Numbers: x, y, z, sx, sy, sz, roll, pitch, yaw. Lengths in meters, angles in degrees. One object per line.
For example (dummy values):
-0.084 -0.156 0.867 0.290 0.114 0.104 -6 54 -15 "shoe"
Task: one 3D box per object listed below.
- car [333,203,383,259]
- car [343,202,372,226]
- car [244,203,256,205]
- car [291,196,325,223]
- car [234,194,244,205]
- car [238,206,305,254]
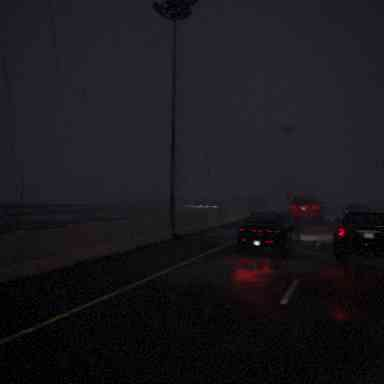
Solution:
6.488 1.401 12.385 2.097 1.767 4.553 0 0 26 "car"
12.894 1.607 26.007 1.837 1.490 4.892 0 0 26 "car"
10.546 1.638 54.185 2.128 1.511 4.902 0 0 25 "car"
9.245 1.308 26.499 2.150 2.045 5.566 0 0 26 "car"
7.337 1.355 55.574 2.150 2.045 5.566 0 0 26 "car"
3.349 1.544 13.934 1.837 1.490 4.892 0 0 26 "car"
